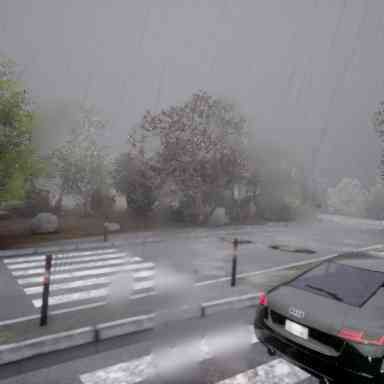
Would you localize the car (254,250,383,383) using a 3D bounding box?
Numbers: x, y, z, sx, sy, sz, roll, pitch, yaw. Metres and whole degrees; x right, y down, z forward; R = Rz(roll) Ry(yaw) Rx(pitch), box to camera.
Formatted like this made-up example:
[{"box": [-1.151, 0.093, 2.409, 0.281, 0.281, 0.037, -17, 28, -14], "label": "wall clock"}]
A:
[{"box": [2.971, 1.595, 4.914, 4.181, 1.385, 1.994, 0, -1, -30], "label": "car"}]
